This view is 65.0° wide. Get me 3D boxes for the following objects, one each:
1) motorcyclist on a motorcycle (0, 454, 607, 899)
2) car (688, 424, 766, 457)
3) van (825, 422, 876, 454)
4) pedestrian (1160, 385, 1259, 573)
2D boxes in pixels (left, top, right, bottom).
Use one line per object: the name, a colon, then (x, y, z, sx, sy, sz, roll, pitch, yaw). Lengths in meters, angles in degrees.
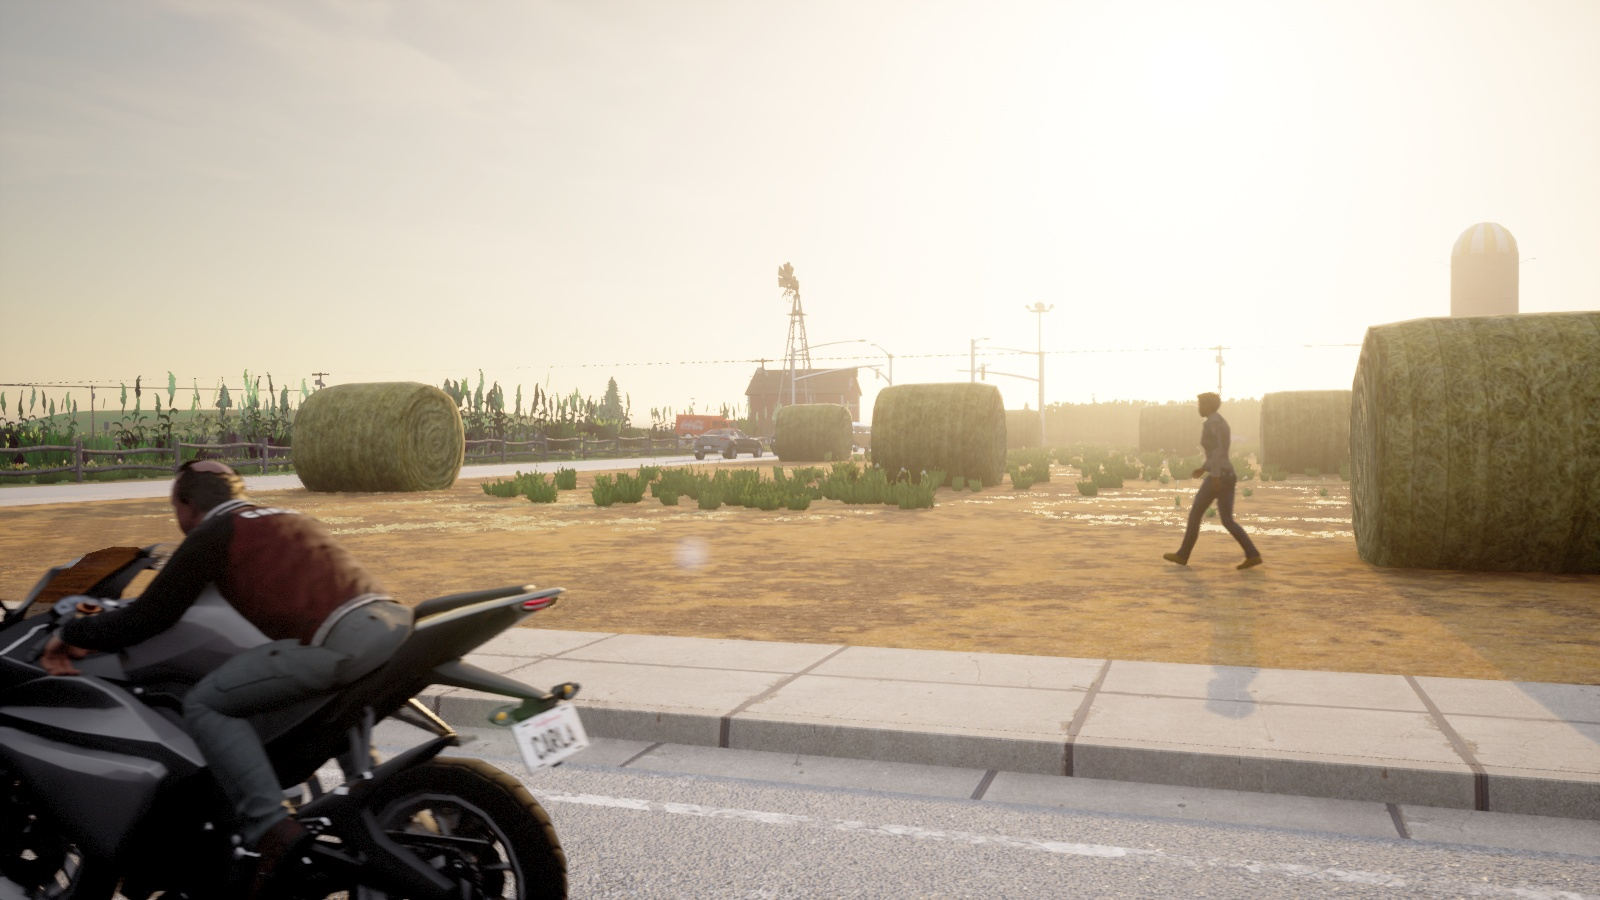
motorcyclist on a motorcycle: (-1.768, 0.794, 3.789, 2.191, 1.530, 0.866, 1, 1, 19)
car: (-3.765, -0.500, 65.967, 2.152, 1.651, 5.027, 1, 1, 21)
van: (3.459, -0.823, 84.409, 2.069, 2.038, 4.480, 1, 1, 21)
pedestrian: (4.062, 0.275, 12.487, 0.869, 1.805, 0.328, 1, 1, 44)
